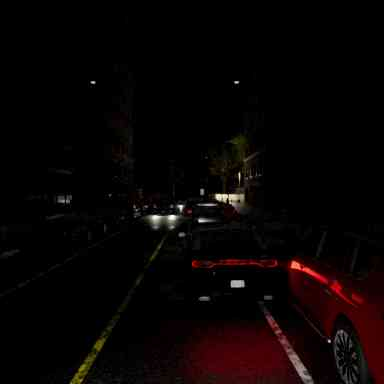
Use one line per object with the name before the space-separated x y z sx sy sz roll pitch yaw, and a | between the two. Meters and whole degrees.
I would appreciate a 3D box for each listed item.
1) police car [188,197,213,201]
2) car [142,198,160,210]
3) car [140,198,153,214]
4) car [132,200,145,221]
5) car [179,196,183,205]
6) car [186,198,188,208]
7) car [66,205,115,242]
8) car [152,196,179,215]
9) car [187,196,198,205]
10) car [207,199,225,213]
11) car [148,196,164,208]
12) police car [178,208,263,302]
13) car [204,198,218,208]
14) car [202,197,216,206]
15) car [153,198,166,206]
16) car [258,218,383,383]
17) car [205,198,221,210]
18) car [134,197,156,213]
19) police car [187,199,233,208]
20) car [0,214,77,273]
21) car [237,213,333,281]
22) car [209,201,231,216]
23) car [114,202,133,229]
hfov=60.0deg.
police car | 0.878 1.424 24.518 1.930 1.638 5.238 0 0 0
car | -5.292 1.532 43.509 1.752 1.417 4.829 0 0 0
car | -5.316 1.551 32.642 2.008 1.369 4.403 0 0 0
car | -5.328 1.565 27.124 1.947 1.339 4.313 0 0 0
car | -2.621 1.524 57.987 1.837 1.490 4.892 0 -1 0
car | 0.105 1.609 45.620 1.895 1.301 4.718 0 0 0
car | -5.354 1.550 16.086 2.008 1.369 4.403 0 0 0
car | -2.774 1.353 34.272 2.097 1.767 4.553 0 0 0
car | 0.134 1.545 59.779 1.812 1.442 4.674 0 0 0
car | 2.722 1.529 38.316 1.752 1.417 4.829 0 0 0
car | -5.279 1.451 49.198 1.967 1.590 4.097 0 0 0
police car | 0.693 1.425 8.482 1.930 1.638 5.238 0 0 -3
car | 2.747 1.593 49.182 1.802 1.307 4.206 0 0 0
car | 2.759 1.581 54.700 1.947 1.339 4.313 0 0 0
car | -5.266 1.597 54.717 1.802 1.307 4.206 0 0 0
car | 2.646 1.315 5.036 2.192 1.841 5.009 0 0 0
car | 2.734 1.552 43.664 1.887 1.381 4.507 0 0 0
car | -5.304 1.443 38.161 1.967 1.590 4.097 0 0 0
police car | 0.864 1.424 18.518 1.930 1.638 5.238 0 0 0
car | -5.366 1.581 10.567 1.802 1.307 4.206 0 0 0
car | 2.655 1.525 10.722 1.752 1.417 4.829 0 0 0
car | 2.709 1.582 32.627 1.802 1.307 4.206 0 0 0
car | -5.341 1.543 21.605 1.887 1.381 4.507 0 0 0
